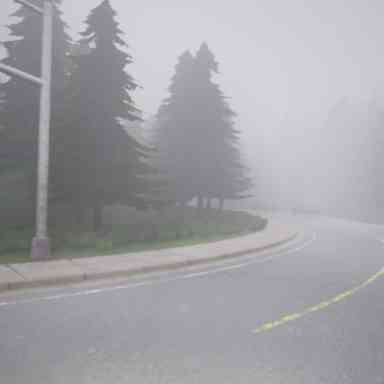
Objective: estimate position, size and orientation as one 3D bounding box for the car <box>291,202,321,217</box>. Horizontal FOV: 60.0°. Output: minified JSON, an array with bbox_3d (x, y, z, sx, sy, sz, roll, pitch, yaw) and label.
[{"bbox_3d":[13.537,2.005,39.735,2.097,1.767,4.553,2,0,-6],"label":"car"}]

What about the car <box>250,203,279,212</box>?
[{"bbox_3d":[10.674,2.260,49.589,1.895,1.301,4.718,2,-1,-27],"label":"car"}]
